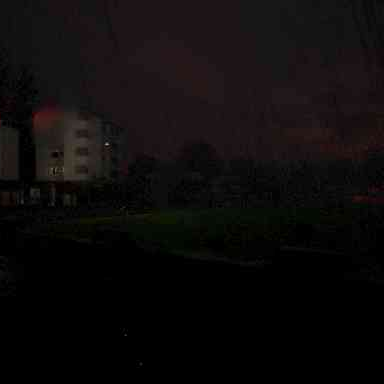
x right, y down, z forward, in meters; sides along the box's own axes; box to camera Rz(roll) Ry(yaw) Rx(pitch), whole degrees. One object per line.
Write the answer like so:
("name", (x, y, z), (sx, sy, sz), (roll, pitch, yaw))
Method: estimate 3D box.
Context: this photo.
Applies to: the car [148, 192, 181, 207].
("car", (-3.953, 1.087, 49.055), (2.150, 2.045, 5.566), (0, 0, 36))
